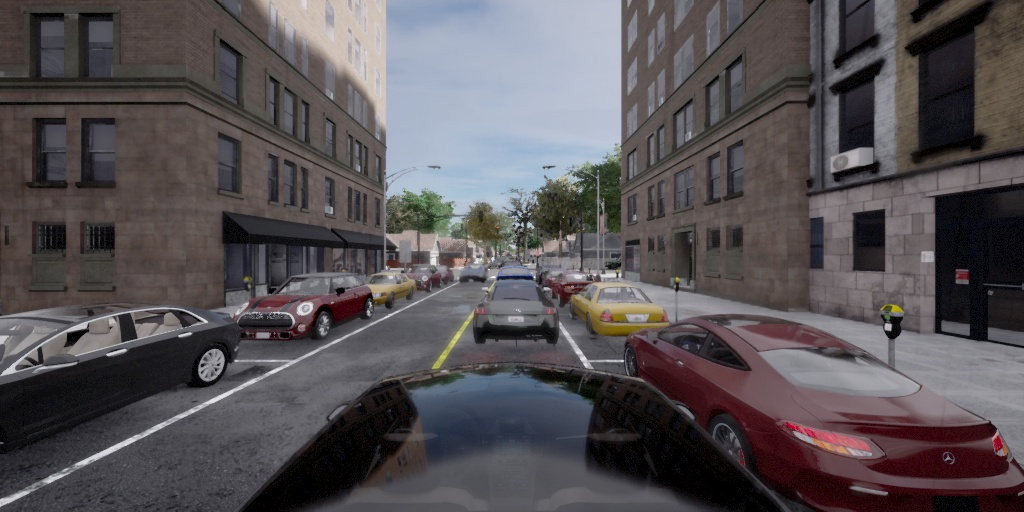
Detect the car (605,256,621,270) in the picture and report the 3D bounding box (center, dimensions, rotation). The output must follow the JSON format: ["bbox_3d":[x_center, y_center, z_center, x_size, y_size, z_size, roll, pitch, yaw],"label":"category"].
[{"bbox_3d":[15.610,0.895,49.213,5.566,2.045,2.150,0,0,0],"label":"car"}]

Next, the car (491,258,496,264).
[{"bbox_3d":[-2.927,1.402,60.864,1.895,1.301,4.718,0,0,0],"label":"car"}]

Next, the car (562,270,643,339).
[{"bbox_3d":[2.657,1.278,9.889,1.751,1.417,4.829,0,0,0],"label":"car"}]

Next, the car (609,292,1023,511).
[{"bbox_3d":[2.641,1.332,4.201,1.802,1.307,4.207,0,0,0],"label":"car"}]

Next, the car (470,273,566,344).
[{"bbox_3d":[0.110,1.316,9.636,1.994,1.385,4.181,0,0,1],"label":"car"}]

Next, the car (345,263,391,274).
[{"bbox_3d":[-17.088,1.467,42.616,4.718,1.301,1.895,0,0,-2],"label":"car"}]

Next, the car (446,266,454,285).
[{"bbox_3d":[-5.323,1.343,26.295,1.802,1.307,4.207,0,0,0],"label":"car"}]

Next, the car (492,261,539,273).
[{"bbox_3d":[0.123,1.235,18.629,1.882,1.535,5.008,0,0,-1],"label":"car"}]

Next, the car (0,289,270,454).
[{"bbox_3d":[-5.384,1.301,4.219,2.007,1.370,4.403,0,0,0],"label":"car"}]

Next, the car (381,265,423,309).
[{"bbox_3d":[-5.354,1.280,15.086,1.751,1.417,4.829,0,0,0],"label":"car"}]

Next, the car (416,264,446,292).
[{"bbox_3d":[-5.338,1.198,20.775,1.967,1.591,4.097,0,0,0],"label":"car"}]

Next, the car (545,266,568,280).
[{"bbox_3d":[2.671,1.300,15.237,1.888,1.381,4.507,0,0,0],"label":"car"}]

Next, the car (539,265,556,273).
[{"bbox_3d":[2.687,1.340,20.755,1.802,1.307,4.207,0,0,0],"label":"car"}]

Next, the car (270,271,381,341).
[{"bbox_3d":[-5.369,1.192,9.738,1.967,1.591,4.097,0,0,0],"label":"car"}]

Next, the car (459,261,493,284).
[{"bbox_3d":[-2.783,1.309,27.159,2.033,1.411,5.357,0,0,0],"label":"car"}]

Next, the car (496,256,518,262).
[{"bbox_3d":[0.071,1.114,27.854,2.097,1.767,4.553,0,0,0],"label":"car"}]
